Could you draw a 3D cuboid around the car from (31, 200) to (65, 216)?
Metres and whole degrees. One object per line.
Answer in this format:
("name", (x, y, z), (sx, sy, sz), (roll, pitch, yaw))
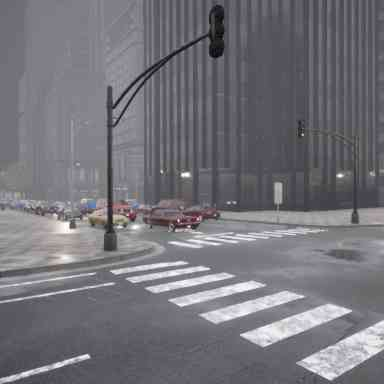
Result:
("car", (-17.631, 1.900, 40.495), (2.192, 1.841, 5.009), (-1, 0, -35))

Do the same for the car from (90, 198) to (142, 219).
("car", (-7.011, 1.598, 30.161), (2.150, 2.045, 5.566), (0, -1, -35))

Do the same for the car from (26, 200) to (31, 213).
("car", (-20.454, 2.195, 44.480), (1.887, 1.381, 4.507), (-1, 0, -35))

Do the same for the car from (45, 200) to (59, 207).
("car", (-31.649, 2.593, 74.980), (1.947, 1.339, 4.313), (-1, 0, -35))

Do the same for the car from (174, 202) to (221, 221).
("car", (0.646, 1.828, 29.486), (1.887, 1.381, 4.507), (-1, 0, -35))

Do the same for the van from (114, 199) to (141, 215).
("van", (-8.178, 1.831, 41.941), (1.690, 1.788, 3.998), (-1, 0, -35))

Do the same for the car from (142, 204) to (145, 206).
("car", (-5.232, 2.003, 37.789), (1.802, 1.307, 4.206), (-1, 0, -35))

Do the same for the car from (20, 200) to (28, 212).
("car", (-23.284, 2.156, 48.463), (1.967, 1.590, 4.097), (-1, 0, -35))

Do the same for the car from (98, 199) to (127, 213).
("car", (-11.118, 1.874, 46.093), (2.192, 1.841, 5.009), (-1, 0, -35))

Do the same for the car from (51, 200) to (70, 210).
("car", (-22.977, 2.270, 58.005), (1.882, 1.535, 5.008), (0, -1, -35))

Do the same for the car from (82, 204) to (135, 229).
("car", (-6.215, 1.843, 24.420), (1.752, 1.417, 4.829), (-1, 0, -35))

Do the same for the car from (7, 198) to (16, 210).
("car", (-31.872, 2.353, 60.561), (1.967, 1.590, 4.097), (-1, 0, -35))

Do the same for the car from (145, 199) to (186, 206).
("car", (-2.299, 1.667, 33.638), (2.192, 1.841, 5.009), (-1, 0, -35))

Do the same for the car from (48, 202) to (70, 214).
("car", (-18.778, 2.177, 46.819), (1.812, 1.442, 4.674), (0, -1, -35))

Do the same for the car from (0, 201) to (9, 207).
("car", (-44.319, 2.770, 78.102), (1.802, 1.307, 4.206), (-1, 0, -35))

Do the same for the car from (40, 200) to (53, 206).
("car", (-34.661, 2.659, 79.223), (1.947, 1.339, 4.313), (-1, 0, -35))

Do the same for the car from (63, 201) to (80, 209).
("car", (-22.615, 2.405, 62.253), (1.802, 1.307, 4.206), (-1, 0, -35))

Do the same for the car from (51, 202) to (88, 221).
("car", (-11.969, 2.003, 32.527), (2.008, 1.369, 4.403), (-1, 0, -35))

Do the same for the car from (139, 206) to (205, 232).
("car", (-1.458, 1.846, 22.337), (1.895, 1.301, 4.718), (0, -1, -35))

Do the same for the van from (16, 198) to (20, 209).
("van", (-26.114, 2.122, 52.448), (1.690, 1.788, 3.998), (-1, 0, -35))

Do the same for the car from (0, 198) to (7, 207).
("car", (-41.208, 2.665, 73.717), (1.887, 1.381, 4.507), (-1, 0, -35))

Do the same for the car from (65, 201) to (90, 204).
("car", (-12.934, 2.062, 38.513), (2.033, 1.411, 5.357), (0, -1, -35))
